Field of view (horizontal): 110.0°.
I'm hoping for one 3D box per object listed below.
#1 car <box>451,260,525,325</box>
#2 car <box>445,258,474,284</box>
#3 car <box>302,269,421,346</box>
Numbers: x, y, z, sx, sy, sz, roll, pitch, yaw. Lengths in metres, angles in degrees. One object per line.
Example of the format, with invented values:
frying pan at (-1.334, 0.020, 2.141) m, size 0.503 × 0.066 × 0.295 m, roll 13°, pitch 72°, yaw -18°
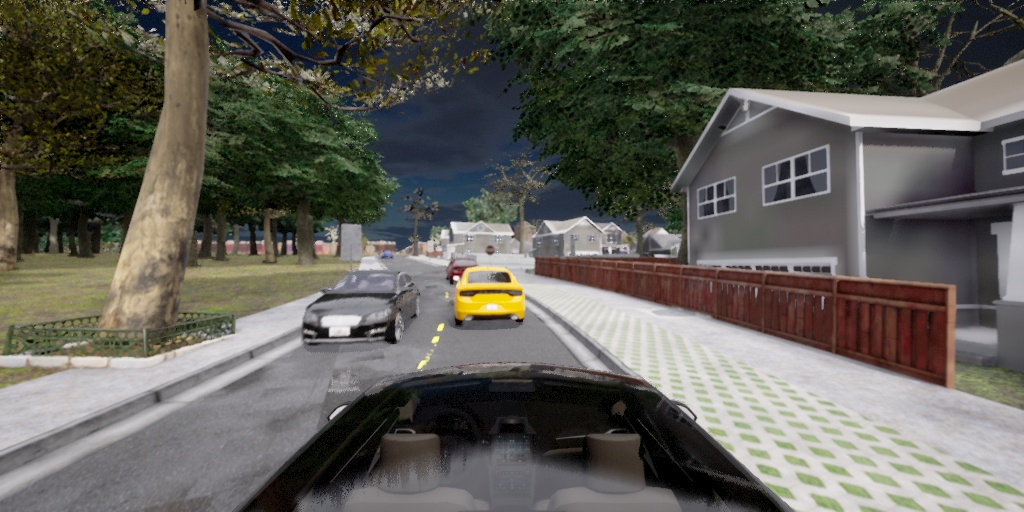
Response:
car at (-0.814, 1.066, 11.298) m, size 1.882 × 1.535 × 5.008 m, roll 0°, pitch 1°, yaw -8°
car at (-3.071, 0.862, 22.454) m, size 1.882 × 1.535 × 5.008 m, roll 0°, pitch 1°, yaw -14°
car at (-3.514, 1.107, 9.163) m, size 2.128 × 1.511 × 4.902 m, roll 0°, pitch 1°, yaw -7°
